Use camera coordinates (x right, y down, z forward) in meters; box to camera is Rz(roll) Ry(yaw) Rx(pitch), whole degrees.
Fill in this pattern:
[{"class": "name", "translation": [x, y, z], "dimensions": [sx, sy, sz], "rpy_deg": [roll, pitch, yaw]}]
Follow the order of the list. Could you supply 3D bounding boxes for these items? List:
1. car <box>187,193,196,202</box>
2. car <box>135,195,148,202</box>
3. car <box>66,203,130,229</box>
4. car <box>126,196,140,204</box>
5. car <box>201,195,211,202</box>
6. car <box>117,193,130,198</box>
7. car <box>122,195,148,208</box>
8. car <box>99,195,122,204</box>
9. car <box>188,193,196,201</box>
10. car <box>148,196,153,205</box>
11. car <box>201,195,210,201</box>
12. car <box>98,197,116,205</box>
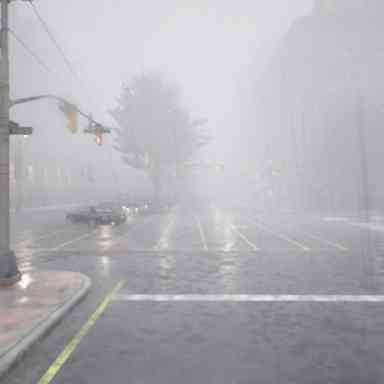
[{"class": "car", "translation": [-0.046, 1.528, 77.138], "dimensions": [2.033, 1.411, 5.357], "rpy_deg": [0, 0, 0]}, {"class": "car", "translation": [-11.546, 1.513, 75.968], "dimensions": [2.128, 1.511, 4.902], "rpy_deg": [0, 0, 0]}, {"class": "car", "translation": [-6.416, 1.597, 21.822], "dimensions": [4.718, 1.301, 1.895], "rpy_deg": [0, 0, 44]}, {"class": "car", "translation": [-11.540, 1.554, 65.735], "dimensions": [1.994, 1.385, 4.181], "rpy_deg": [0, 0, 0]}, {"class": "car", "translation": [3.453, 1.583, 78.318], "dimensions": [1.895, 1.301, 4.718], "rpy_deg": [0, 0, 0]}, {"class": "car", "translation": [-11.571, 1.213, 55.851], "dimensions": [2.150, 2.045, 5.566], "rpy_deg": [0, 0, 1]}, {"class": "car", "translation": [-8.117, 1.540, 47.839], "dimensions": [2.033, 1.411, 5.357], "rpy_deg": [0, 0, 0]}, {"class": "car", "translation": [-11.615, 1.519, 46.438], "dimensions": [1.812, 1.442, 4.674], "rpy_deg": [0, 0, 0]}, {"class": "car", "translation": [-0.053, 1.212, 87.379], "dimensions": [2.150, 2.045, 5.566], "rpy_deg": [0, 0, 0]}, {"class": "car", "translation": [-8.064, 1.555, 57.075], "dimensions": [1.994, 1.385, 4.181], "rpy_deg": [0, 0, 1]}, {"class": "car", "translation": [3.447, 1.512, 87.351], "dimensions": [2.128, 1.511, 4.902], "rpy_deg": [0, 0, 0]}, {"class": "car", "translation": [-14.784, 1.586, 58.143], "dimensions": [1.895, 1.301, 4.718], "rpy_deg": [0, 0, 0]}]
